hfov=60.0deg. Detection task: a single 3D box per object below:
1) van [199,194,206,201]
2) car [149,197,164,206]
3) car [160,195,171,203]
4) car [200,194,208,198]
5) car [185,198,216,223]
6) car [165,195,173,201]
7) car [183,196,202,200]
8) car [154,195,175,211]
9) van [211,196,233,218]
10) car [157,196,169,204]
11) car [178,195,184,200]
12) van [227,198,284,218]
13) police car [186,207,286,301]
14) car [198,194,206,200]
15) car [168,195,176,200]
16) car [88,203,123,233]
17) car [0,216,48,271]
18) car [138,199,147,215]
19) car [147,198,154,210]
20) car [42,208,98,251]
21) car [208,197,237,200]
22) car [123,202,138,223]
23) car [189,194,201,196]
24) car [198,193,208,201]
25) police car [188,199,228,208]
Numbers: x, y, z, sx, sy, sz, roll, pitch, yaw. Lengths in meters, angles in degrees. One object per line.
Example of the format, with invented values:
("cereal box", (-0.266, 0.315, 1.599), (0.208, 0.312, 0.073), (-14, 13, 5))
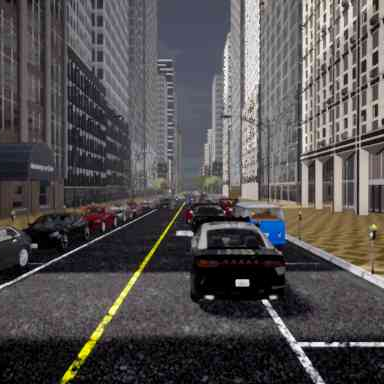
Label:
("van", (2.725, 1.315, 87.963), (1.690, 1.788, 3.998), (-1, 0, 0))
("car", (-5.671, 1.536, 53.865), (2.008, 1.369, 4.403), (-1, 0, 0))
("car", (-5.663, 1.420, 70.916), (1.967, 1.590, 4.097), (-1, 0, 0))
("car", (2.710, 1.536, 53.861), (2.008, 1.369, 4.403), (-1, 0, 0))
("car", (0.655, 1.471, 24.522), (1.882, 1.535, 5.008), (0, 0, 7))
("car", (-5.656, 1.501, 82.114), (1.752, 1.417, 4.829), (-1, 0, 0))
("car", (0.039, 1.589, 46.005), (1.895, 1.301, 4.718), (0, 0, 1))
("car", (-3.066, 1.495, 39.708), (1.837, 1.490, 4.892), (0, 0, 0))
("van", (2.696, 1.333, 31.127), (1.690, 1.788, 3.998), (-1, 0, 0))
("car", (-5.665, 1.564, 65.232), (1.802, 1.307, 4.206), (-1, 0, 0))
("car", (-2.954, 1.573, 91.138), (1.895, 1.301, 4.718), (0, 0, 0))
("van", (2.687, 1.337, 14.075), (1.690, 1.788, 3.998), (-1, 0, 0))
("police car", (0.903, 1.423, 8.532), (1.930, 1.638, 5.238), (0, 0, 0))
("car", (2.729, 1.411, 93.647), (1.967, 1.590, 4.097), (-1, 0, 0))
("car", (-5.650, 1.537, 93.651), (1.947, 1.339, 4.313), (-1, 0, 0))
("car", (-5.688, 1.540, 19.764), (1.887, 1.381, 4.507), (-1, 0, 0))
("car", (-5.694, 1.549, 8.396), (2.008, 1.369, 4.403), (-1, 0, 0))
("car", (-5.682, 1.574, 31.131), (1.802, 1.307, 4.206), (-1, 0, 0))
("car", (-5.677, 1.540, 42.498), (2.008, 1.369, 4.403), (-1, 0, 0))
("car", (-5.691, 1.562, 14.080), (1.947, 1.339, 4.313), (-1, 0, 0))
("car", (2.693, 1.308, 25.443), (2.192, 1.841, 5.009), (-1, 0, 0))
("car", (-5.686, 1.544, 25.447), (2.008, 1.369, 4.403), (-1, 0, 0))
("car", (0.030, 1.336, 59.406), (2.097, 1.767, 4.553), (0, 0, 0))
("car", (2.722, 1.291, 82.280), (2.192, 1.841, 5.009), (-1, 0, 0))
("police car", (0.909, 1.420, 18.533), (1.930, 1.638, 5.238), (0, 0, 0))
